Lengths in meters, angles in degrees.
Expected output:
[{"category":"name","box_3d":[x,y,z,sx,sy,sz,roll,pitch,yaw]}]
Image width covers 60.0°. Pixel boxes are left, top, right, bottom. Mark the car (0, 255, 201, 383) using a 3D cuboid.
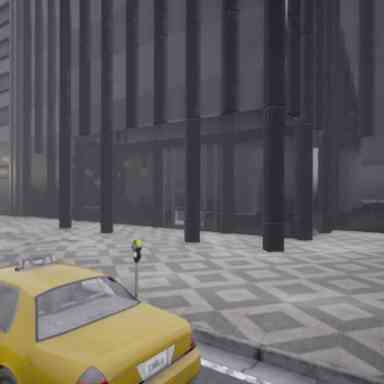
[{"category":"car","box_3d":[-2.179,1.518,4.384,4.829,1.417,1.752,0,0,36]}]
